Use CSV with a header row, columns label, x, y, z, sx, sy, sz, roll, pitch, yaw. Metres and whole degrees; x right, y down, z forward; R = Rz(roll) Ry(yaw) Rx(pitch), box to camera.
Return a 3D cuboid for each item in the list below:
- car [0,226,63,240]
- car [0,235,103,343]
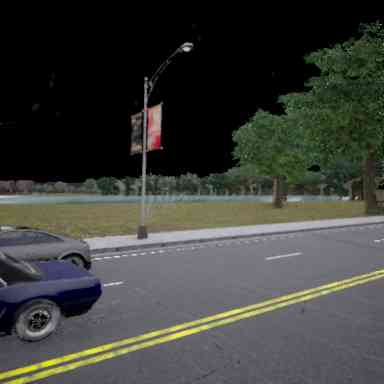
label,x,y,z,sx,sy,sz,roll,pitch,yaw
car,-4.699,1.568,8.316,4.181,1.385,1.994,0,0,-35
car,-3.906,1.599,4.888,4.718,1.301,1.895,0,0,-35
